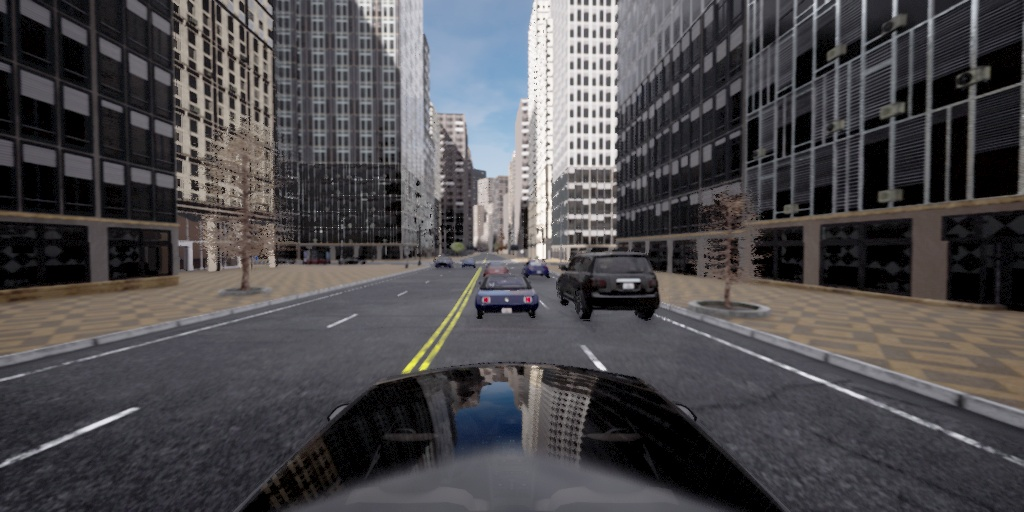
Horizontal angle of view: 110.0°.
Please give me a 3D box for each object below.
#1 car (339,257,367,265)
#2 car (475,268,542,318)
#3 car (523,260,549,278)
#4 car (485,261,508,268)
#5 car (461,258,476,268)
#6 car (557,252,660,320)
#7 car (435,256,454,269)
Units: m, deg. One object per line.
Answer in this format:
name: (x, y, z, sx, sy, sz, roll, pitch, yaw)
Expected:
car: (-26.005, 0.820, 58.593, 4.313, 1.339, 1.948, 0, 0, -2)
car: (-0.250, 1.273, 12.567, 1.895, 1.301, 4.718, 0, 0, -3)
car: (1.955, 1.059, 30.017, 1.812, 1.442, 4.674, 0, 0, -4)
car: (-1.280, 1.109, 29.659, 1.994, 1.385, 4.181, 0, 0, -4)
car: (-5.935, 0.944, 49.795, 2.033, 1.411, 5.357, 0, 0, -3)
car: (3.012, 0.886, 12.327, 2.150, 2.045, 5.566, 0, 0, -3)
car: (-9.132, 0.766, 48.591, 2.097, 1.767, 4.553, 0, 1, -3)
